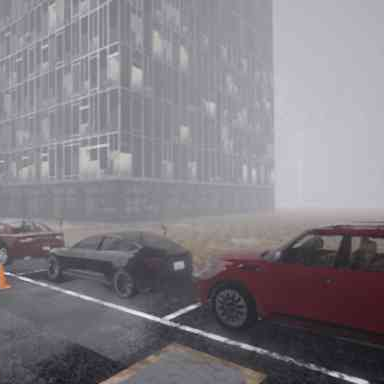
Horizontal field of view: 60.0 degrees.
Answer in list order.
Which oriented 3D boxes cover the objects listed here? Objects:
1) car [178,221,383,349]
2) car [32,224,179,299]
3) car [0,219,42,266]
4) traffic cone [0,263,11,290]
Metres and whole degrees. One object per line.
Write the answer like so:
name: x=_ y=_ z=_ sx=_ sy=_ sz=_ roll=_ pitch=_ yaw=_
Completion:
car: x=2.480 y=1.388 z=5.233 sx=5.009 sy=1.841 sz=2.192 roll=0 pitch=-2 yaw=37
car: x=-1.954 y=1.648 z=8.525 sx=4.313 sy=1.339 sz=1.947 roll=0 pitch=-2 yaw=37
car: x=-6.385 y=1.637 z=11.824 sx=4.507 sy=1.381 sz=1.887 roll=0 pitch=-2 yaw=37
traffic cone: x=-4.605 y=2.017 z=8.029 sx=0.340 sy=0.580 sz=0.340 roll=0 pitch=-1 yaw=37
